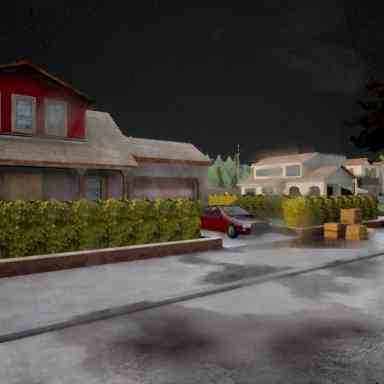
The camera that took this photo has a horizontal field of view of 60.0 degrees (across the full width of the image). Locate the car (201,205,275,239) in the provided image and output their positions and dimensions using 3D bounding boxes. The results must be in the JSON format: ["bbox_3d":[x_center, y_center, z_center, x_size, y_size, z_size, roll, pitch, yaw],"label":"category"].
[{"bbox_3d":[1.561,1.356,16.546,2.033,1.415,5.357,0,0,-33],"label":"car"}]
